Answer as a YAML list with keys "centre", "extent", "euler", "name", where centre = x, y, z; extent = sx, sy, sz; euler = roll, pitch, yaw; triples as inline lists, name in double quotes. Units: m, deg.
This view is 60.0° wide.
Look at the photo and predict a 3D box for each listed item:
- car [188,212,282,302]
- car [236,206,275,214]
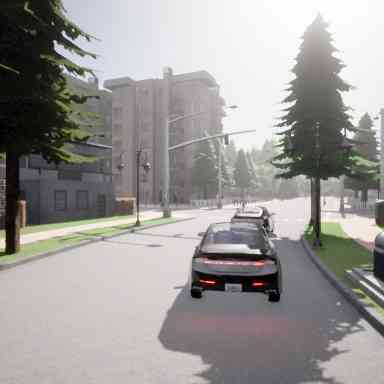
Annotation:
- centre: [1.106, 1.492, 8.335]
  extent: [2.128, 1.511, 4.902]
  euler: [0, 0, 9]
  name: "car"
- centre: [3.233, 1.492, 17.443]
  extent: [2.128, 1.511, 4.902]
  euler: [0, 0, 18]
  name: "car"
